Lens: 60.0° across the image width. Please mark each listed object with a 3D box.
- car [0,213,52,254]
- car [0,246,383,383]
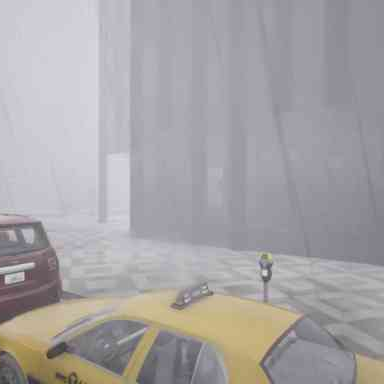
[{"bbox_3d":[-4.477,1.314,6.161,5.009,1.841,2.192,0,0,36],"label":"car"},{"bbox_3d":[-0.202,1.525,3.106,4.829,1.417,1.752,0,0,36],"label":"car"}]
